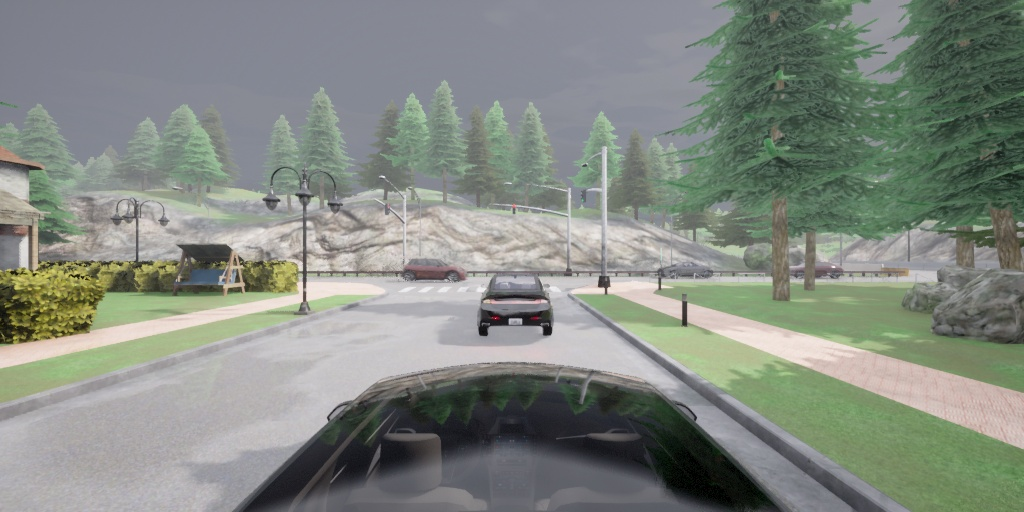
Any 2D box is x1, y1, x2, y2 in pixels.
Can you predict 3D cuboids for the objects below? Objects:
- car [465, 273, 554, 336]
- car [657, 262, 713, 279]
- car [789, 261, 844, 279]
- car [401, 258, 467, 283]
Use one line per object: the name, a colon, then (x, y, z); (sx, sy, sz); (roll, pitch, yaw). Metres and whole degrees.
car: (0.098, 1.242, 10.370); (2.128, 1.511, 4.902); (0, 0, 1)
car: (14.183, 1.151, 29.496); (4.181, 1.385, 1.994); (0, 0, 0)
car: (24.485, 1.113, 29.438); (4.674, 1.442, 1.812); (0, 0, 0)
car: (-5.526, 0.973, 25.842); (4.553, 1.767, 2.097); (1, 0, 0)
